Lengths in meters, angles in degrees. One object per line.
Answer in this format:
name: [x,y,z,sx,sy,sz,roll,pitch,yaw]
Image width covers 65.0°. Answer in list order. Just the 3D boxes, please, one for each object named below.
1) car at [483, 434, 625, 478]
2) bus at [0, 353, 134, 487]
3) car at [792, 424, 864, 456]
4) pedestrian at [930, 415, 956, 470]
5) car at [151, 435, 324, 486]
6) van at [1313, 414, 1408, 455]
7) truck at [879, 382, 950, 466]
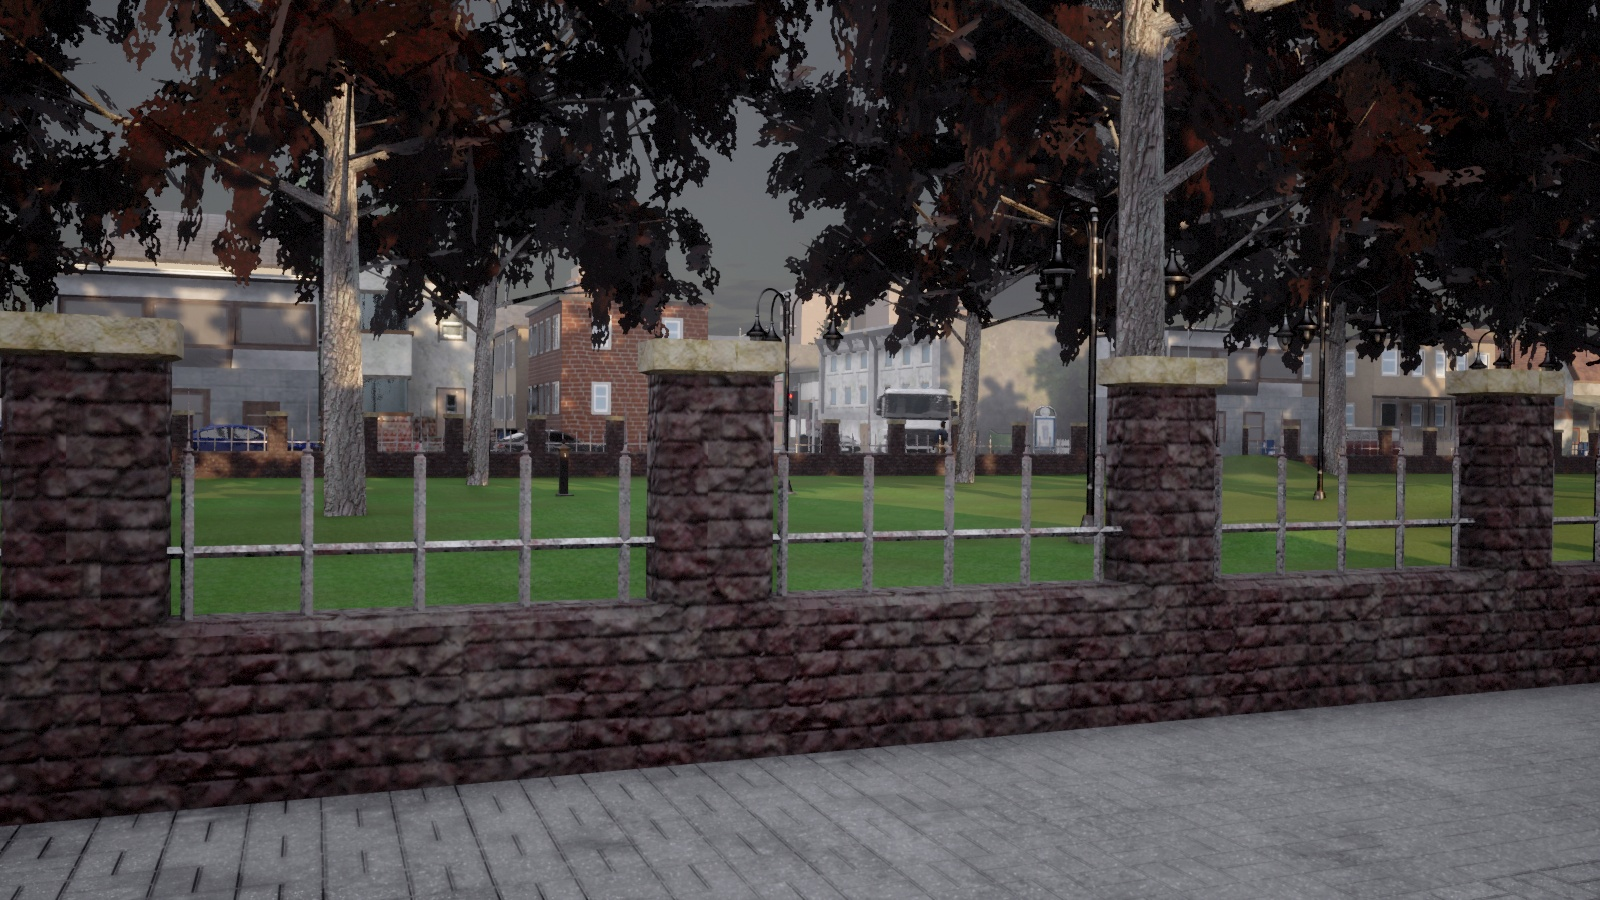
car: [-8.734,0.192,44.624,4.674,1.442,1.812,-1,1,-24]
bus: [-27.668,-0.947,41.041,10.273,4.253,3.944,-1,1,-29]
car: [1.496,-0.554,68.508,2.152,1.651,5.027,-1,1,-21]
pedestrian: [5.030,-0.267,44.286,0.788,1.949,0.423,-1,1,-21]
car: [-18.238,0.307,40.900,5.008,1.535,1.882,-1,1,-24]
van: [28.271,-0.785,63.343,4.442,1.987,1.775,-1,1,-21]
truck: [5.218,-1.155,56.166,2.891,3.462,7.936,0,1,7]
